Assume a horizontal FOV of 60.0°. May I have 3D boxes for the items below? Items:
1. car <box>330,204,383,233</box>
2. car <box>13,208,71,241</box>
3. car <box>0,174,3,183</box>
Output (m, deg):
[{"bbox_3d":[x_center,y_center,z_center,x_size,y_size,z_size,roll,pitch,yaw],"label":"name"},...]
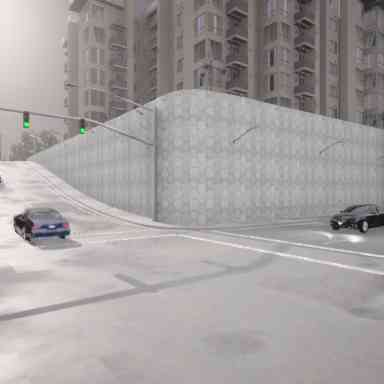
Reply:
[{"bbox_3d":[10.203,1.505,19.883,4.892,1.490,1.837,0,0,-36],"label":"car"},{"bbox_3d":[-7.701,1.511,16.815,2.033,1.411,5.357,0,2,-36],"label":"car"},{"bbox_3d":[-22.928,-2.033,37.985,1.812,1.442,4.674,0,12,-36],"label":"car"}]
